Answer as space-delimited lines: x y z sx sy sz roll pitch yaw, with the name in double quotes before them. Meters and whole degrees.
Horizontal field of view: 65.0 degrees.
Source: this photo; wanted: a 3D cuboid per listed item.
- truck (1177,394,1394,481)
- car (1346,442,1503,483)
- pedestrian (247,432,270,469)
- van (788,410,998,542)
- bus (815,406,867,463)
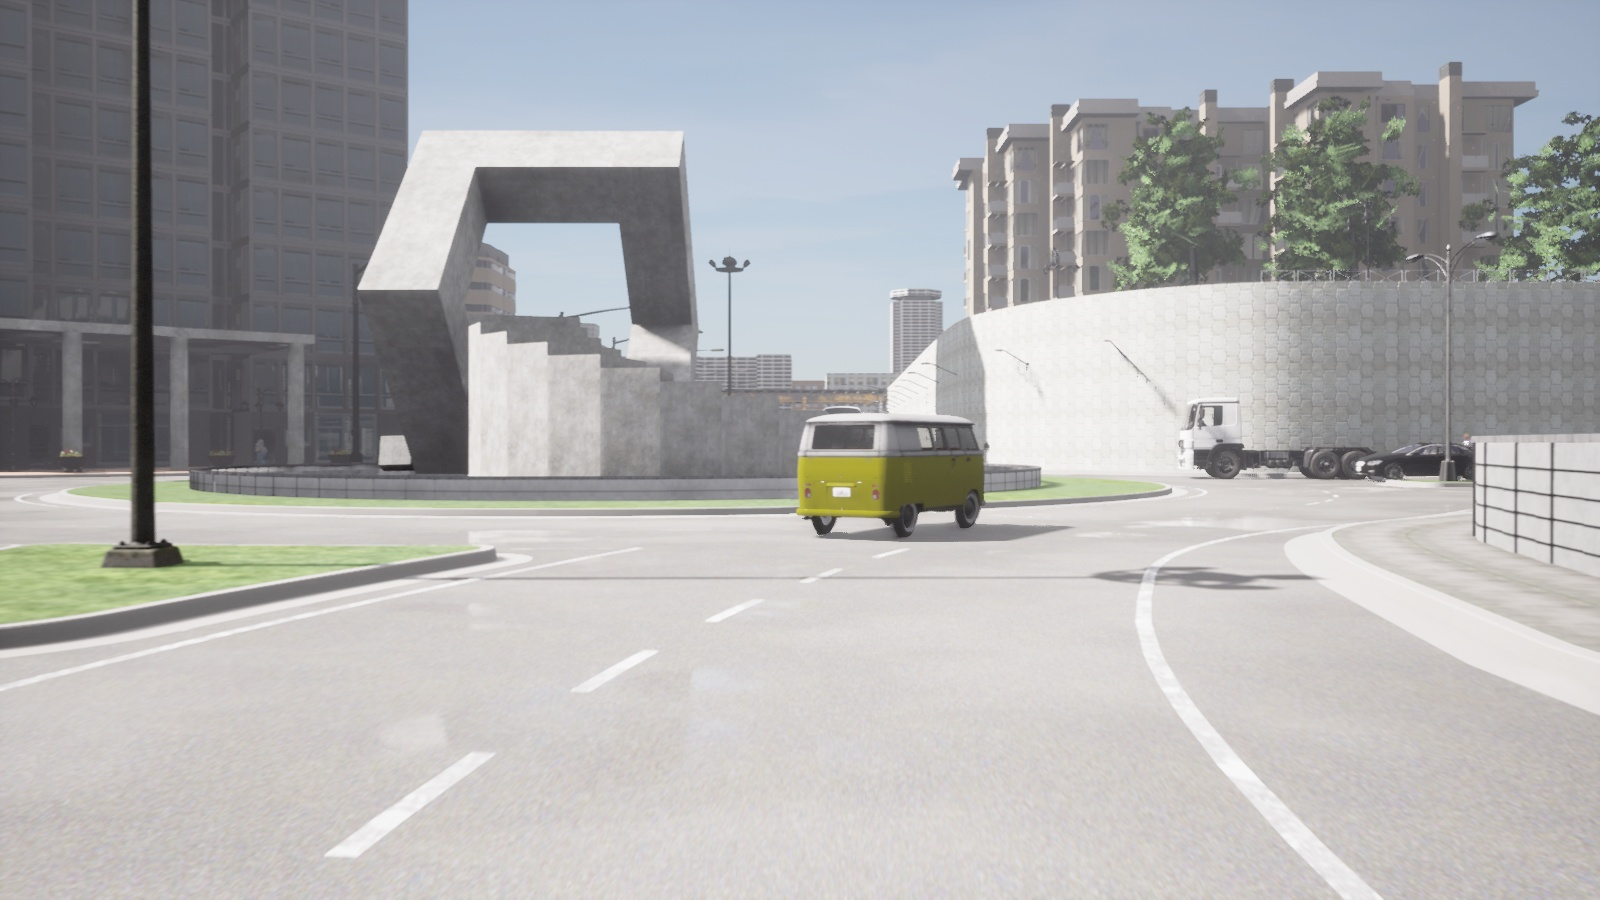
"truck" 19.798 -0.504 51.724 7.936 3.462 2.891 0 0 11
"car" 23.595 0.462 47.597 4.902 1.511 2.128 0 0 3
"pedestrian" -27.561 0.015 63.931 0.900 1.855 0.874 0 0 -34
"van" 1.697 0.382 21.193 1.775 1.987 4.442 0 0 30
"bus" 3.239 -1.186 99.308 3.944 4.253 10.273 0 0 2
